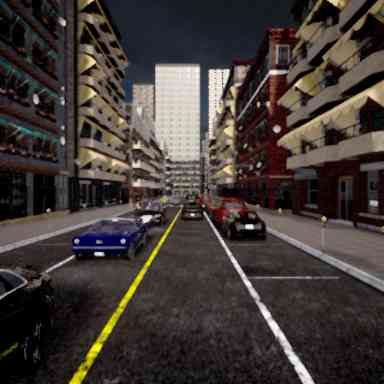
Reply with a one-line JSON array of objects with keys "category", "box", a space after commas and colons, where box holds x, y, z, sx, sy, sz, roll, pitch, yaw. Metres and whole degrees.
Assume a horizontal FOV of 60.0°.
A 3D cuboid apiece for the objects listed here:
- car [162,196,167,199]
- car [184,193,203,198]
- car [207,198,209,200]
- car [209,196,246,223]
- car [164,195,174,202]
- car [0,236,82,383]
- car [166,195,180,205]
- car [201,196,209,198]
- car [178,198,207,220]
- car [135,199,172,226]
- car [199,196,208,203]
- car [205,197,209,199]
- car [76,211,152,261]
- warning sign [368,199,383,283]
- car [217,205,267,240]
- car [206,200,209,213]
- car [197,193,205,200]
[{"category": "car", "box": [-5.376, 1.547, 66.502, 1.752, 1.417, 4.829, -1, 0, 0]}, {"category": "car", "box": [0.045, 1.238, 44.929, 2.150, 2.045, 5.566, 0, 0, 0]}, {"category": "car", "box": [2.532, 1.594, 33.405, 1.802, 1.307, 4.206, -1, 0, 0]}, {"category": "car", "box": [2.537, 1.323, 22.307, 2.192, 1.841, 5.009, -1, 0, 0]}, {"category": "car", "box": [-5.386, 1.464, 77.770, 1.967, 1.590, 4.097, -1, 0, 0]}, {"category": "car", "box": [-2.849, 1.494, 2.800, 2.128, 1.511, 4.902, 0, 0, 0]}, {"category": "car", "box": [-2.836, 1.567, 58.168, 2.033, 1.411, 5.357, 0, 0, 1]}, {"category": "car", "box": [2.523, 1.581, 44.503, 1.947, 1.339, 4.313, -1, 0, 0]}, {"category": "car", "box": [0.053, 1.518, 28.442, 1.837, 1.490, 4.892, 0, 1, 0]}, {"category": "car", "box": [-2.824, 1.502, 23.360, 2.128, 1.511, 4.902, 0, 0, 0]}, {"category": "car", "box": [2.500, 1.546, 72.418, 1.752, 1.417, 4.829, -1, 0, 0]}, {"category": "car", "box": [2.527, 1.596, 38.955, 1.802, 1.307, 4.206, -1, 0, 0]}, {"category": "car", "box": [-2.854, 1.607, 12.465, 1.895, 1.301, 4.718, 0, 0, 0]}, {"category": "warning sign", "box": [4.950, 1.117, 7.572, 1.300, 1.860, 1.060, 1, 1, 0]}, {"category": "car", "box": [2.545, 1.572, 16.758, 1.947, 1.339, 4.313, -1, 0, 0]}, {"category": "car", "box": [2.536, 1.561, 27.856, 2.008, 1.369, 4.403, -1, 0, 0]}, {"category": "car", "box": [2.480, 1.338, 94.444, 2.192, 1.841, 5.009, -1, 0, 0]}]
